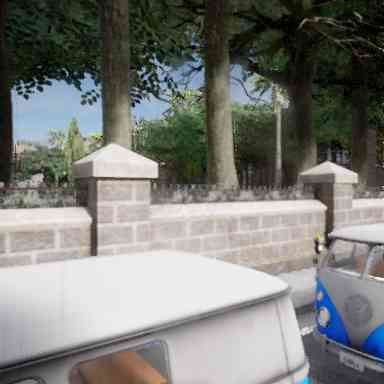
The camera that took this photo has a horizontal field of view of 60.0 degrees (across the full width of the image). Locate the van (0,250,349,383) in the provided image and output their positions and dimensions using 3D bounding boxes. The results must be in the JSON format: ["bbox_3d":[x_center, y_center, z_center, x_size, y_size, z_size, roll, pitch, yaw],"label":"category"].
[{"bbox_3d":[-1.167,1.340,1.584,3.998,1.788,1.690,0,0,-35],"label":"van"}]

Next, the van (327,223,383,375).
[{"bbox_3d":[3.454,1.322,4.849,3.998,1.788,1.690,0,0,-35],"label":"van"}]
